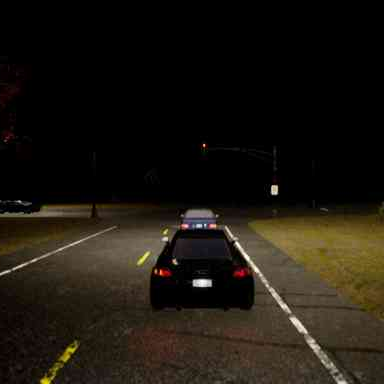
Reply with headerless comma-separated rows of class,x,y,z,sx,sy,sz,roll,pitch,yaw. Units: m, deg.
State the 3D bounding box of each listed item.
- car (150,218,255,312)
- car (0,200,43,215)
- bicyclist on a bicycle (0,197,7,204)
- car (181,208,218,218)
car,0.198,1.552,7.792,1.994,1.385,4.181,0,0,1
car,-19.109,1.687,36.879,4.902,1.511,2.128,-1,2,5
bicyclist on a bicycle,-25.531,1.545,45.049,0.582,1.620,1.656,-1,0,5
car,0.387,1.517,17.020,2.033,1.411,5.357,0,0,2
